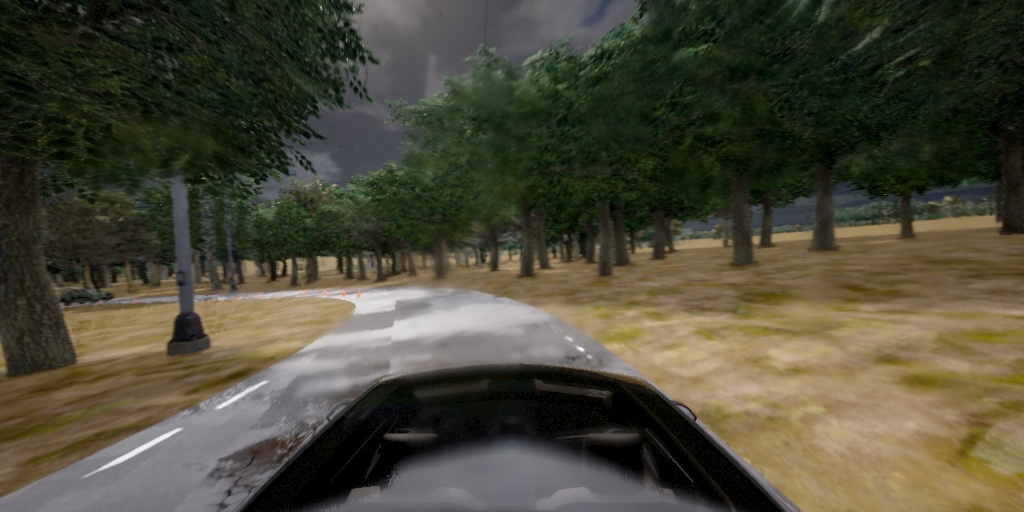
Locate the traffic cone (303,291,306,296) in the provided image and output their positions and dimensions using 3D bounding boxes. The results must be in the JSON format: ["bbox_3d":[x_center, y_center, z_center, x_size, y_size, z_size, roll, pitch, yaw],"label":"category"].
[{"bbox_3d":[-20.367,3.659,35.206,0.340,0.580,0.340,0,0,36],"label":"traffic cone"}]

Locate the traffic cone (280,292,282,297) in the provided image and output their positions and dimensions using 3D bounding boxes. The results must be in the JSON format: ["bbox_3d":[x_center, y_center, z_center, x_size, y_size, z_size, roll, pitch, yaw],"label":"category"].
[{"bbox_3d":[-24.403,4.067,37.891,0.340,0.580,0.340,0,0,33],"label":"traffic cone"}]

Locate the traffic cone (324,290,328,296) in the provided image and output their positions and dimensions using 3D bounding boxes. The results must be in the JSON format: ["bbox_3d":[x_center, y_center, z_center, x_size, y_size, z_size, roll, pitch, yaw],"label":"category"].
[{"bbox_3d":[-16.760,3.278,32.242,0.340,0.580,0.340,0,0,43],"label":"traffic cone"}]

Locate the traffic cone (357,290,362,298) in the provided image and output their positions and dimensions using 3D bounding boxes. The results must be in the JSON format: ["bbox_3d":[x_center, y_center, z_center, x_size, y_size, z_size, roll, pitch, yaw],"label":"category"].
[{"bbox_3d":[-10.709,2.657,25.141,0.340,0.580,0.340,0,0,-34],"label":"traffic cone"}]

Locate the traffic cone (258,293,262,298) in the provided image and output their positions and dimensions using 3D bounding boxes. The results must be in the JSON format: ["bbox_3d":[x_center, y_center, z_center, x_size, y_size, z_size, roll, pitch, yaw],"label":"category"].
[{"bbox_3d":[-28.588,4.448,40.605,0.340,0.580,0.340,0,0,33],"label":"traffic cone"}]

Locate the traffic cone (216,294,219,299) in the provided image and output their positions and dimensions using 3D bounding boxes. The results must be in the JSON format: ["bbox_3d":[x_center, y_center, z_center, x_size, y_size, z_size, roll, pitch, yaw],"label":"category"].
[{"bbox_3d":[-36.945,5.108,45.008,0.340,0.580,0.340,0,0,22],"label":"traffic cone"}]

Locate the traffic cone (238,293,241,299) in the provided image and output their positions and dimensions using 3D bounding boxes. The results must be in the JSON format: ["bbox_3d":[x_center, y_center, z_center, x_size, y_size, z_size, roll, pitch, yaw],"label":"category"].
[{"bbox_3d":[-32.668,4.788,43.027,0.340,0.580,0.340,0,0,28],"label":"traffic cone"}]

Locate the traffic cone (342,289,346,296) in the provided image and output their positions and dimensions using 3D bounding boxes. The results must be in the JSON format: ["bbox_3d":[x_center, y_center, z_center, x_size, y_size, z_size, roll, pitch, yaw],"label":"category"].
[{"bbox_3d":[-13.526,2.944,28.873,0.340,0.580,0.340,0,0,-41],"label":"traffic cone"}]
